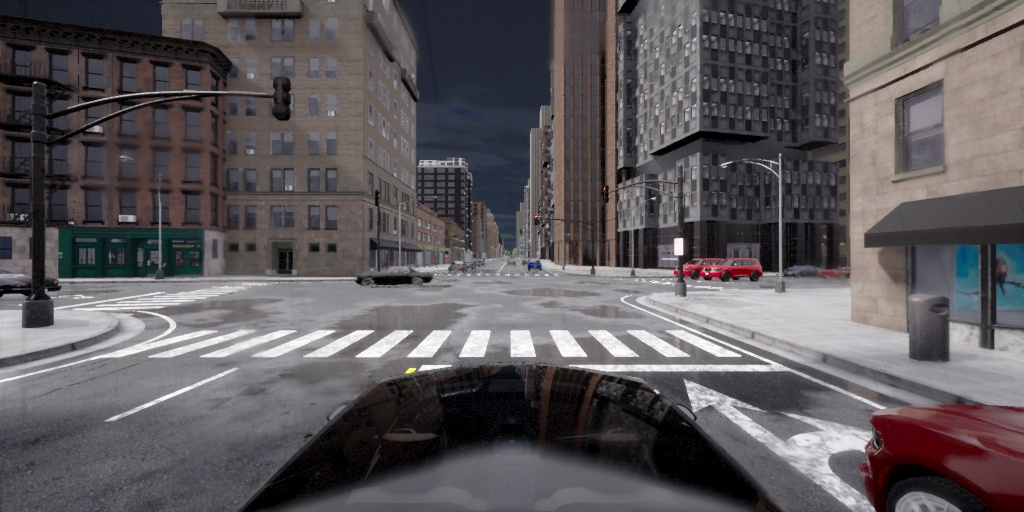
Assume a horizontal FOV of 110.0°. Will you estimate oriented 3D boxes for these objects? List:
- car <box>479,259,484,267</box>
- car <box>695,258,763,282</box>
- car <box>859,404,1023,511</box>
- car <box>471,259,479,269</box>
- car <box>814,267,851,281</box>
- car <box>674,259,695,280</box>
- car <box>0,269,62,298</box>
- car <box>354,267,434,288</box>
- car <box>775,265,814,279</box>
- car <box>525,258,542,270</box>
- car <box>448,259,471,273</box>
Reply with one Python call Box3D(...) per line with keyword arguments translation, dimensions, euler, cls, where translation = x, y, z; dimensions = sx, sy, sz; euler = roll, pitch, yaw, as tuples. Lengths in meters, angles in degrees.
Box3D(translation=(-6.672, 1.325, 64.618), dimensions=(1.994, 1.385, 4.181), euler=(0, 0, 0), cls="car")
Box3D(translation=(19.709, 1.236, 32.173), dimensions=(5.566, 2.045, 2.150), euler=(1, 0, -17), cls="car")
Box3D(translation=(3.352, 1.228, 0.392), dimensions=(1.882, 1.535, 5.008), euler=(0, 0, 0), cls="car")
Box3D(translation=(-6.682, 1.251, 54.656), dimensions=(2.128, 1.511, 4.902), euler=(0, 0, 0), cls="car")
Box3D(translation=(33.348, 1.775, 35.903), dimensions=(4.718, 1.301, 1.895), euler=(1, 0, -13), cls="car")
Box3D(translation=(18.707, 1.250, 35.260), dimensions=(5.566, 2.045, 2.150), euler=(1, 0, -17), cls="car")
Box3D(translation=(-22.317, 1.032, 14.434), dimensions=(5.357, 1.411, 2.033), euler=(1, 0, -16), cls="car")
Box3D(translation=(-7.487, 1.332, 22.876), dimensions=(4.718, 1.301, 1.895), euler=(0, -1, -19), cls="car")
Box3D(translation=(31.286, 1.721, 38.750), dimensions=(5.357, 1.411, 2.033), euler=(1, 0, -14), cls="car")
Box3D(translation=(3.237, 1.237, 52.309), dimensions=(1.882, 1.535, 5.008), euler=(0, 0, 0), cls="car")
Box3D(translation=(-6.671, 1.283, 44.695), dimensions=(1.812, 1.442, 4.674), euler=(0, 0, 0), cls="car")
